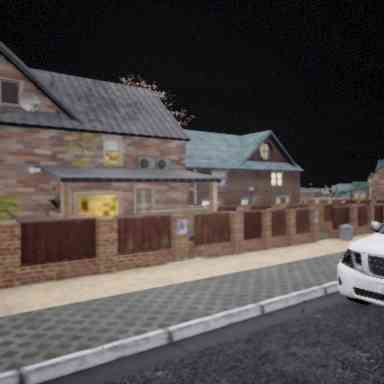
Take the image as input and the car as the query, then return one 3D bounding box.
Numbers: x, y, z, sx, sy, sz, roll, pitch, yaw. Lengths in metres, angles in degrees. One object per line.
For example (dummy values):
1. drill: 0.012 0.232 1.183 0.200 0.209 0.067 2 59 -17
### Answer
1. car: 5.363 1.223 6.962 5.566 2.045 2.150 0 0 -36
